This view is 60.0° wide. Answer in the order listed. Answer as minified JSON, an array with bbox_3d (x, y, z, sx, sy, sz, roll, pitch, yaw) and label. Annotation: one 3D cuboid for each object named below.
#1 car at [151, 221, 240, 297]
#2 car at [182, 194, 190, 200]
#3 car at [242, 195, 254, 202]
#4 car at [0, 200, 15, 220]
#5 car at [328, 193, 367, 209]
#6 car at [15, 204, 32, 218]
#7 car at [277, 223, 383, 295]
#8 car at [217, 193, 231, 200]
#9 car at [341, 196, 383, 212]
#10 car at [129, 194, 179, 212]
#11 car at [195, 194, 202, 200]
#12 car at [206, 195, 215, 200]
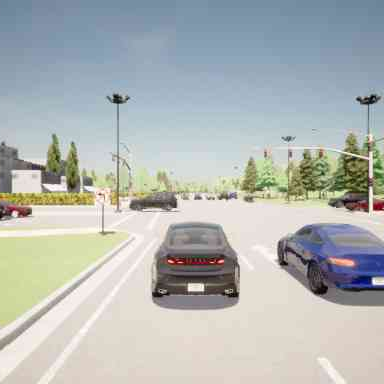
[{"bbox_3d":[0.080,1.505,8.538,1.837,1.490,4.892,0,0,0],"label":"car"},{"bbox_3d":[-1.760,1.518,91.360,2.128,1.511,4.902,0,0,0],"label":"car"},{"bbox_3d":[12.213,1.503,72.630,1.837,1.490,4.892,0,0,0],"label":"car"},{"bbox_3d":[-17.354,1.221,25.900,5.566,2.045,2.150,0,0,-1],"label":"car"},{"bbox_3d":[21.563,1.223,45.213,5.566,2.045,2.150,0,0,3],"label":"car"},{"bbox_3d":[-16.779,1.478,29.408,5.008,1.535,1.882,0,0,-1],"label":"car"},{"bbox_3d":[3.585,1.526,8.626,1.812,1.442,4.674,0,0,0],"label":"car"},{"bbox_3d":[8.740,1.218,91.353,2.150,2.045,5.566,0,0,0],"label":"car"},{"bbox_3d":[20.228,1.477,38.072,5.008,1.535,1.882,0,0,-1],"label":"car"},{"bbox_3d":[-4.284,1.221,37.765,5.566,2.045,2.150,0,0,-1],"label":"car"},{"bbox_3d":[1.742,1.472,91.764,1.882,1.535,5.008,0,0,0],"label":"car"},{"bbox_3d":[5.243,1.590,92.199,1.895,1.301,4.718,0,0,0],"label":"car"}]
